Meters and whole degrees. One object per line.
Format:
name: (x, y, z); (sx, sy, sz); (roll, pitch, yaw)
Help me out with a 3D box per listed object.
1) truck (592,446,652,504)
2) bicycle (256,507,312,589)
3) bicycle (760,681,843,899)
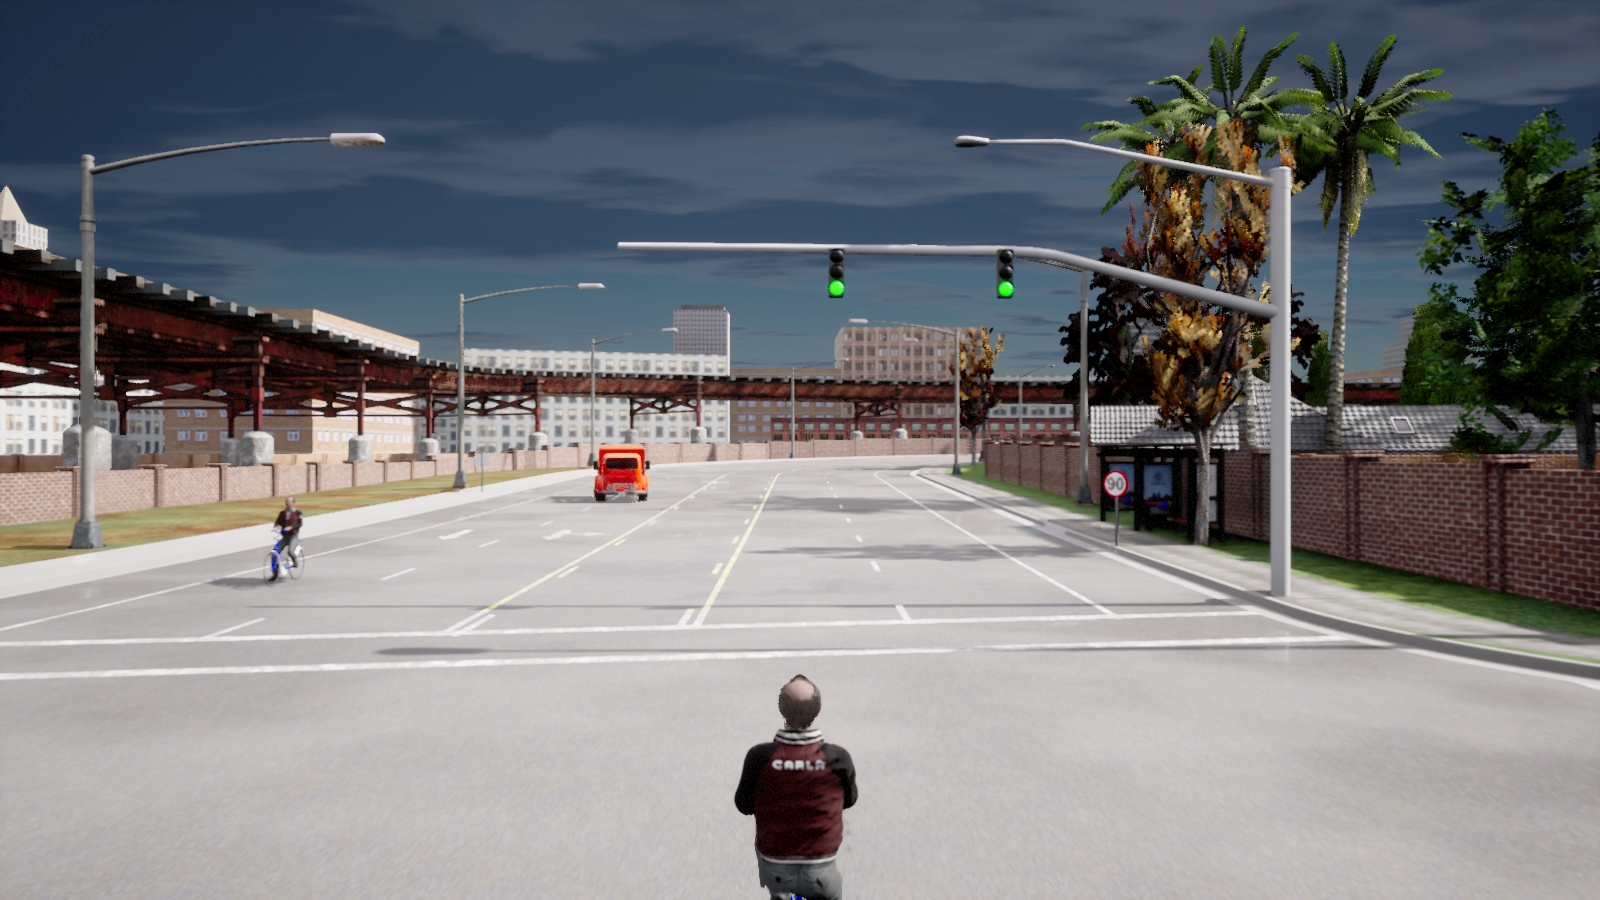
truck: (-8.219, 1.087, 52.683); (2.627, 2.467, 5.204); (0, 0, -9)
bicycle: (-10.490, 1.964, 23.273); (0.329, 1.496, 1.835); (0, 0, 0)
bicycle: (0.011, 2.038, 5.458); (0.329, 1.496, 1.835); (0, 0, 0)
